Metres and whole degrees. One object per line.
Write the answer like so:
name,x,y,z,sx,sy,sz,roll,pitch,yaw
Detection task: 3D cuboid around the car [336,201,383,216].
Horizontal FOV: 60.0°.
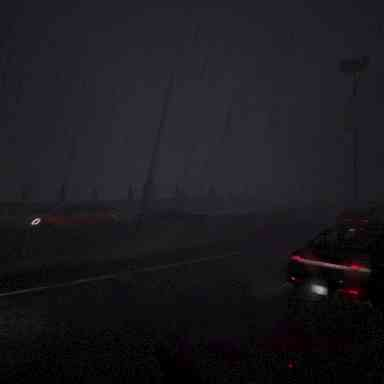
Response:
car,8.683,1.388,16.321,1.837,1.490,4.892,0,0,45

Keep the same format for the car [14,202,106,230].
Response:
car,-6.251,1.356,17.139,4.553,1.767,2.097,-1,0,-40

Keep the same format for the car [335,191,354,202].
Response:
car,22.467,0.896,49.118,2.150,2.045,5.566,0,0,24

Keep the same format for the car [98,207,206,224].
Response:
car,-1.561,1.515,16.418,5.357,1.411,2.033,-1,0,-41

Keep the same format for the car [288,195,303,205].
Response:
car,16.384,1.206,52.683,2.128,1.511,4.902,0,0,24

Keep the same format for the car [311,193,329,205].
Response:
car,19.331,1.260,50.759,1.994,1.385,4.181,0,0,24

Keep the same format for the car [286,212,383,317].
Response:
car,4.037,1.439,7.249,4.902,1.511,2.128,-1,0,-40

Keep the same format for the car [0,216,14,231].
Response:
car,-9.208,1.623,19.155,4.718,1.301,1.895,-1,0,-39
